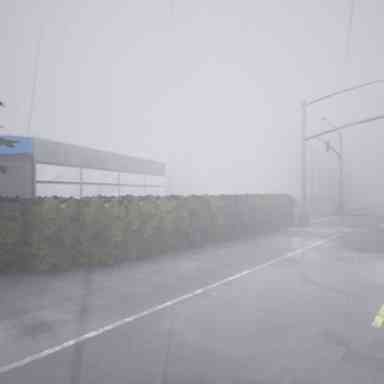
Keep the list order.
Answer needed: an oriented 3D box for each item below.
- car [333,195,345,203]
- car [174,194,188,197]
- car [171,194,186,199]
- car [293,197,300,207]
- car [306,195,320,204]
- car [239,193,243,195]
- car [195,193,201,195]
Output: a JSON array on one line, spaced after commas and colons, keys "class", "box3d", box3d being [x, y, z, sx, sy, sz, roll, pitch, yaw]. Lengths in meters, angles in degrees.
[{"class": "car", "box3d": [28.923, 1.361, 65.249, 1.845, 1.501, 3.633, 0, 0, 38]}, {"class": "car", "box3d": [-2.061, 1.288, 66.121, 2.007, 1.523, 4.514, 0, 0, 38]}, {"class": "car", "box3d": [-3.537, 1.219, 89.811, 1.970, 1.475, 3.806, 0, 0, 38]}, {"class": "car", "box3d": [12.918, 1.332, 44.716, 2.007, 1.523, 4.514, 0, 0, 38]}, {"class": "car", "box3d": [22.009, 1.373, 61.231, 1.970, 1.475, 3.806, 0, 0, 38]}, {"class": "car", "box3d": [11.810, 1.064, 78.249, 1.905, 1.878, 3.866, 0, 0, 38]}, {"class": "car", "box3d": [1.722, 1.140, 86.119, 2.152, 1.636, 5.027, 0, 0, 38]}]
